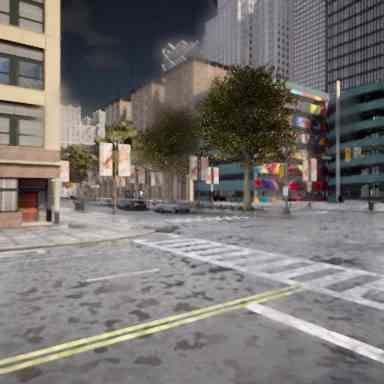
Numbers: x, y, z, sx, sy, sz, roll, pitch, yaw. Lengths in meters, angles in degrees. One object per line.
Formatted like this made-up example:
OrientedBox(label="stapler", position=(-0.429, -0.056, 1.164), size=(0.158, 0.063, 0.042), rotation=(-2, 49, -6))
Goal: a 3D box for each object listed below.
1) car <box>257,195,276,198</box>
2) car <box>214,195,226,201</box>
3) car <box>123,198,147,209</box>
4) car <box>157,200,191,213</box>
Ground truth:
OrientedBox(label="car", position=(16.520, 1.346, 72.103), size=(2.002, 1.452, 4.674), rotation=(0, 0, -36))
OrientedBox(label="car", position=(6.054, 1.437, 79.601), size=(2.161, 1.482, 4.786), rotation=(0, 0, -36))
OrientedBox(label="car", position=(-7.955, 1.573, 46.107), size=(1.994, 1.385, 4.181), rotation=(0, 0, -37))
OrientedBox(label="car", position=(-2.098, 1.610, 37.928), size=(1.895, 1.301, 4.718), rotation=(0, 0, -36))
